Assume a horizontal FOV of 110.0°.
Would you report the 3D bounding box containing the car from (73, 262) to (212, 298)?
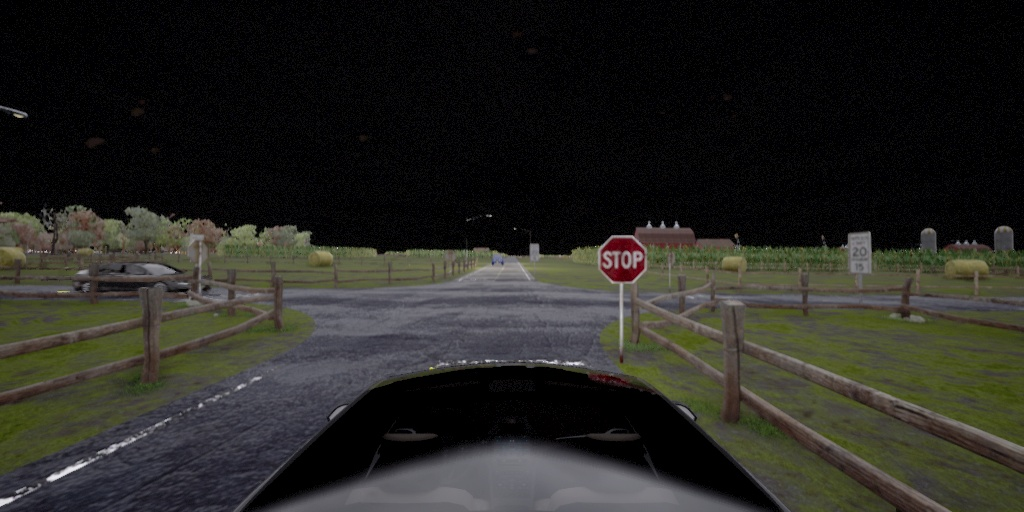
[{"bbox_3d":[-15.804,1.029,15.485,4.892,1.490,1.837,1,-1,-1],"label":"car"}]
